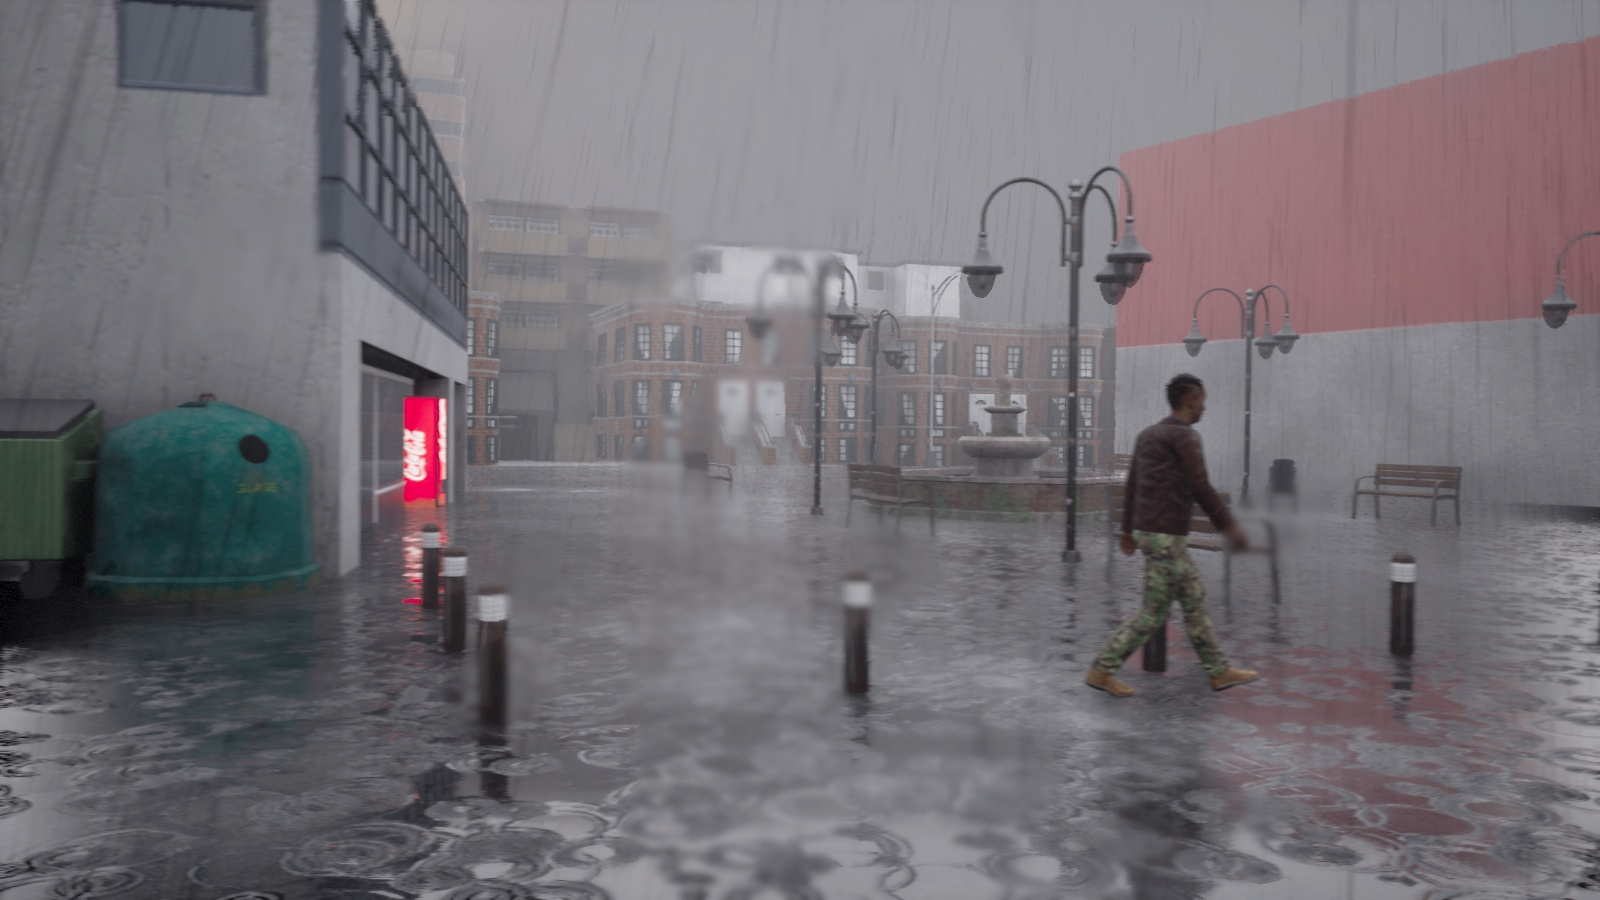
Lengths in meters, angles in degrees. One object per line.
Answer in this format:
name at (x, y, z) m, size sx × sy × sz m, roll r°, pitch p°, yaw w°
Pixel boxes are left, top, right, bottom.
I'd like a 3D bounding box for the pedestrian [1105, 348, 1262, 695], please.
pedestrian at (2.100, 0.373, 6.911) m, size 0.703 × 1.840 × 0.431 m, roll -1°, pitch 1°, yaw -6°
